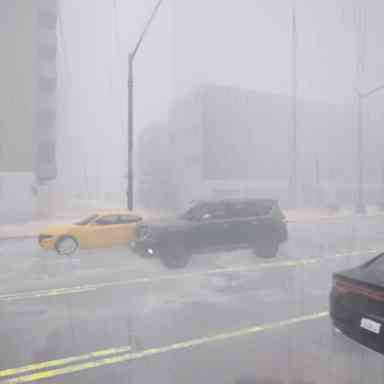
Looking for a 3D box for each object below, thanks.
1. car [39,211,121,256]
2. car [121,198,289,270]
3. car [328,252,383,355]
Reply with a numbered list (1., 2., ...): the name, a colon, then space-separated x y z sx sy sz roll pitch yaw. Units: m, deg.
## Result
1. car: -3.366 1.507 13.287 5.008 1.535 1.882 0 0 -26
2. car: 0.702 1.233 11.355 5.566 2.045 2.150 0 0 -26
3. car: 4.414 1.469 5.150 5.008 1.535 1.882 0 0 -26
